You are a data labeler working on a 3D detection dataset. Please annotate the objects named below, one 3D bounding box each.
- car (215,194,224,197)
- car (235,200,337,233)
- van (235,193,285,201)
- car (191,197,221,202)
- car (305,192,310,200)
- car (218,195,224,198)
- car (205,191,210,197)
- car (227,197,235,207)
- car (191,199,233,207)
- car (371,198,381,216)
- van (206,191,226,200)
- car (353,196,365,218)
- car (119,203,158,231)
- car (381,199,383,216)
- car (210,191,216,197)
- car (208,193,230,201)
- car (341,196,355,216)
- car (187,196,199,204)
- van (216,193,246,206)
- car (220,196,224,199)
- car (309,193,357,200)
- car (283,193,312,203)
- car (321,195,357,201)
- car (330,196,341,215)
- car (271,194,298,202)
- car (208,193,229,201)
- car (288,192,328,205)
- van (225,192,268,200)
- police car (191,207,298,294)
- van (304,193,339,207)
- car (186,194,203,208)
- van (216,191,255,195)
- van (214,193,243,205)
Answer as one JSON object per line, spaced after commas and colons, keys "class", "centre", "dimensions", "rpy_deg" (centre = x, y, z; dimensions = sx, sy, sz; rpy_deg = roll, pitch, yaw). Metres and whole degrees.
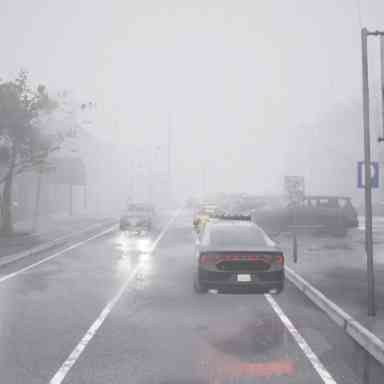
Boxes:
{"class": "car", "centre": [5.800, 1.409, 42.730], "dimensions": [4.892, 1.521, 2.231], "rpy_deg": [0, 0, 0]}
{"class": "car", "centre": [5.590, 1.466, 20.298], "dimensions": [5.366, 1.575, 1.946], "rpy_deg": [0, 0, 0]}
{"class": "van", "centre": [5.897, 1.238, 25.904], "dimensions": [4.442, 1.987, 1.878], "rpy_deg": [0, 0, 0]}
{"class": "car", "centre": [1.029, 1.424, 25.005], "dimensions": [1.801, 1.575, 5.366], "rpy_deg": [0, 0, 0]}
{"class": "car", "centre": [18.905, 1.134, 46.115], "dimensions": [5.566, 2.045, 2.435], "rpy_deg": [0, 1, 0]}
{"class": "car", "centre": [5.789, 1.466, 39.927], "dimensions": [4.674, 1.452, 2.002], "rpy_deg": [0, 0, 0]}
{"class": "car", "centre": [5.783, 0.964, 65.156], "dimensions": [5.566, 2.045, 2.435], "rpy_deg": [0, 1, 0]}
{"class": "car", "centre": [5.777, 1.460, 28.707], "dimensions": [5.008, 1.535, 2.097], "rpy_deg": [0, 0, 0]}
{"class": "car", "centre": [1.016, 1.438, 18.998], "dimensions": [1.801, 1.575, 5.366], "rpy_deg": [0, 0, 0]}
{"class": "car", "centre": [18.857, 1.462, 29.455], "dimensions": [4.892, 1.521, 2.231], "rpy_deg": [0, 0, 0]}
{"class": "van", "centre": [5.706, 0.864, 79.173], "dimensions": [4.442, 1.987, 1.878], "rpy_deg": [0, 1, 0]}
{"class": "car", "centre": [18.860, 1.455, 32.233], "dimensions": [5.008, 1.535, 2.097], "rpy_deg": [0, 0, 0]}
{"class": "car", "centre": [-3.205, 1.471, 20.657], "dimensions": [2.128, 1.511, 4.902], "rpy_deg": [0, 0, 0]}
{"class": "car", "centre": [18.832, 1.212, 26.680], "dimensions": [5.566, 2.045, 2.435], "rpy_deg": [0, 0, 0]}
{"class": "car", "centre": [5.770, 1.114, 48.336], "dimensions": [5.566, 2.045, 2.435], "rpy_deg": [0, 1, 0]}
{"class": "car", "centre": [5.785, 1.039, 70.764], "dimensions": [4.553, 1.767, 2.185], "rpy_deg": [0, 1, 0]}
{"class": "car", "centre": [19.052, 1.444, 35.010], "dimensions": [5.366, 1.575, 1.946], "rpy_deg": [0, 0, 0]}
{"class": "car", "centre": [0.127, 1.355, 58.654], "dimensions": [1.994, 1.385, 4.181], "rpy_deg": [0, 0, 0]}
{"class": "van", "centre": [5.917, 1.114, 51.141], "dimensions": [4.442, 1.987, 1.878], "rpy_deg": [0, 1, 0]}
{"class": "car", "centre": [5.818, 1.470, 37.119], "dimensions": [4.792, 1.488, 2.163], "rpy_deg": [0, 0, 0]}
{"class": "car", "centre": [18.845, 1.154, 43.338], "dimensions": [5.566, 2.045, 2.435], "rpy_deg": [0, 0, 0]}
{"class": "car", "centre": [18.918, 1.136, 59.995], "dimensions": [4.553, 1.767, 2.185], "rpy_deg": [0, 1, 0]}
{"class": "car", "centre": [18.900, 1.452, 40.565], "dimensions": [4.792, 1.488, 2.163], "rpy_deg": [0, 0, 0]}
{"class": "car", "centre": [18.840, 1.469, 37.782], "dimensions": [4.792, 1.488, 2.163], "rpy_deg": [0, 0, 0]}
{"class": "car", "centre": [18.899, 1.189, 68.323], "dimensions": [4.892, 1.521, 2.231], "rpy_deg": [0, 1, 0]}
{"class": "car", "centre": [5.787, 1.014, 73.567], "dimensions": [4.553, 1.767, 2.185], "rpy_deg": [0, 1, 0]}
{"class": "car", "centre": [18.911, 1.060, 54.442], "dimensions": [5.566, 2.045, 2.435], "rpy_deg": [0, 1, 0]}
{"class": "van", "centre": [5.668, 1.231, 31.514], "dimensions": [4.442, 1.987, 1.878], "rpy_deg": [0, 0, 0]}
{"class": "police car", "centre": [0.994, 1.422, 8.905], "dimensions": [1.930, 1.638, 5.238], "rpy_deg": [0, 0, 0]}
{"class": "van", "centre": [18.995, 1.135, 48.891], "dimensions": [4.442, 1.987, 1.878], "rpy_deg": [0, 1, 0]}
{"class": "car", "centre": [0.111, 1.429, 45.236], "dimensions": [2.033, 1.411, 5.357], "rpy_deg": [0, 0, 0]}
{"class": "van", "centre": [5.913, 1.164, 45.536], "dimensions": [4.442, 1.987, 1.878], "rpy_deg": [0, 0, 0]}
{"class": "van", "centre": [5.919, 1.089, 53.944], "dimensions": [4.442, 1.987, 1.878], "rpy_deg": [0, 1, 0]}
